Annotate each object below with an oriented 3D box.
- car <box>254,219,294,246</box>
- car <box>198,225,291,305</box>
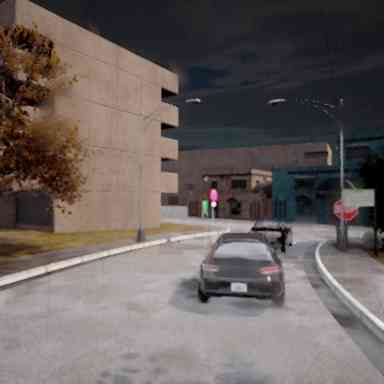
[{"bbox_3d":[4.250,2.223,17.758,2.128,1.511,4.902,0,-3,22],"label":"car"},{"bbox_3d":[1.303,1.754,8.537,1.812,1.442,4.674,0,-3,11],"label":"car"}]
